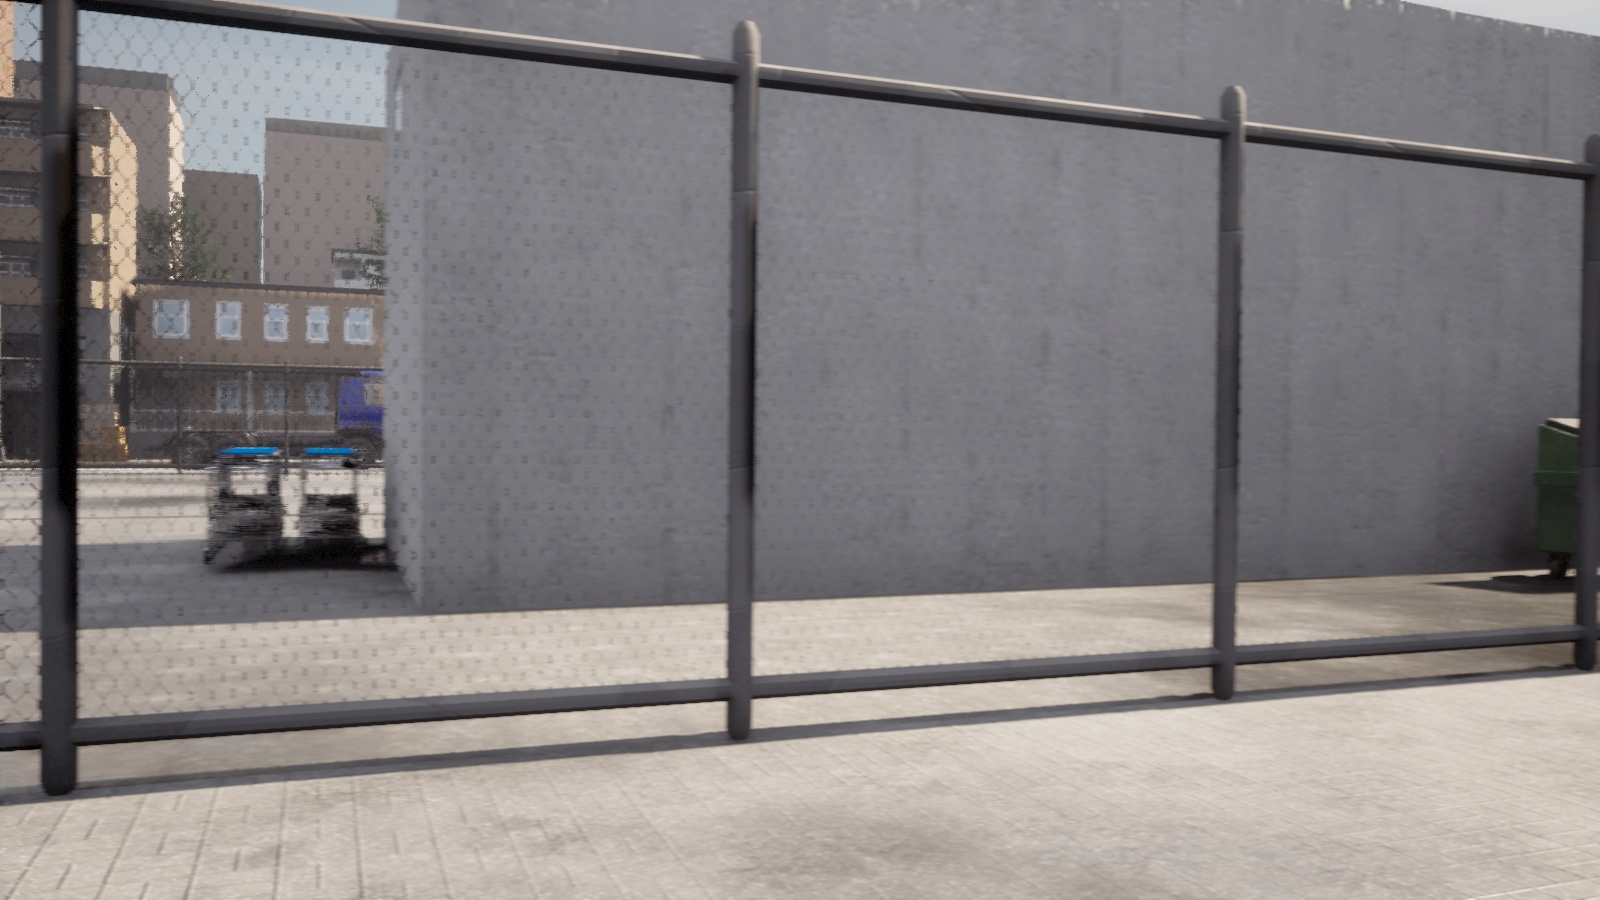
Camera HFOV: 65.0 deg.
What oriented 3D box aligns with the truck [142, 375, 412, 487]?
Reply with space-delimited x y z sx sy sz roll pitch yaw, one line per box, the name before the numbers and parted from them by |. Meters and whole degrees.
truck | -17.042 -0.675 41.528 7.936 3.462 2.891 -1 1 -19
